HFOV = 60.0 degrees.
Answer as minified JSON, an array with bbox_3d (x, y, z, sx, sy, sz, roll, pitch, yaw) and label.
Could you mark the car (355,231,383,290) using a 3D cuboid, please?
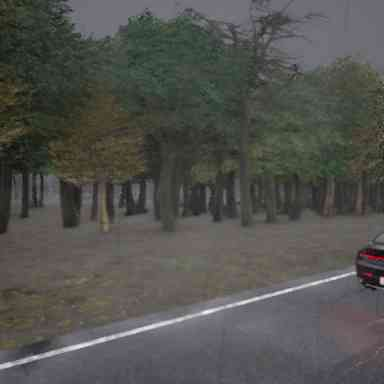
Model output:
[{"bbox_3d":[5.784,1.505,7.869,4.892,1.490,1.837,0,0,-36],"label":"car"}]
